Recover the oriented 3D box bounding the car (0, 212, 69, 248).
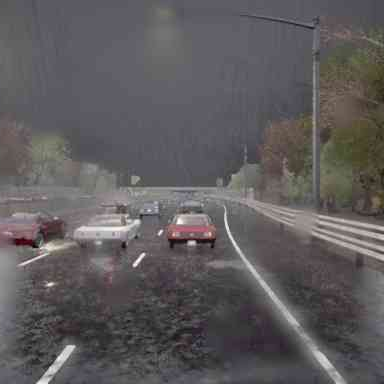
[{"bbox_3d":[-7.000,1.572,14.651,1.994,1.385,4.181,0,0,0],"label":"car"}]

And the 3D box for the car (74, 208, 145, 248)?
[{"bbox_3d":[-3.500,1.616,14.681,1.895,1.301,4.718,0,0,0],"label":"car"}]

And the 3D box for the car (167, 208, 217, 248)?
[{"bbox_3d":[0.000,1.616,14.681,1.895,1.301,4.718,0,0,0],"label":"car"}]

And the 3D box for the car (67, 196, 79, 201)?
[{"bbox_3d":[-28.000,1.584,78.868,2.128,1.511,4.902,0,0,0],"label":"car"}]

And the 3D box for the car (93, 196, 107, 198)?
[{"bbox_3d":[-21.000,1.598,78.868,2.033,1.411,5.357,0,0,0],"label":"car"}]

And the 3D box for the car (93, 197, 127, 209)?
[{"bbox_3d":[-7.000,1.504,29.651,2.128,1.511,4.902,0,0,0],"label":"car"}]

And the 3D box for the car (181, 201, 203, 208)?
[{"bbox_3d":[0.000,1.494,29.651,1.882,1.535,5.008,0,0,0],"label":"car"}]

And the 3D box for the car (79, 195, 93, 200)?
[{"bbox_3d":[-24.500,1.536,78.869,1.882,1.535,5.008,0,0,0],"label":"car"}]

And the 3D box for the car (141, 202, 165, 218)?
[{"bbox_3d":[-3.500,1.572,29.651,2.033,1.411,5.357,0,0,0],"label":"car"}]
